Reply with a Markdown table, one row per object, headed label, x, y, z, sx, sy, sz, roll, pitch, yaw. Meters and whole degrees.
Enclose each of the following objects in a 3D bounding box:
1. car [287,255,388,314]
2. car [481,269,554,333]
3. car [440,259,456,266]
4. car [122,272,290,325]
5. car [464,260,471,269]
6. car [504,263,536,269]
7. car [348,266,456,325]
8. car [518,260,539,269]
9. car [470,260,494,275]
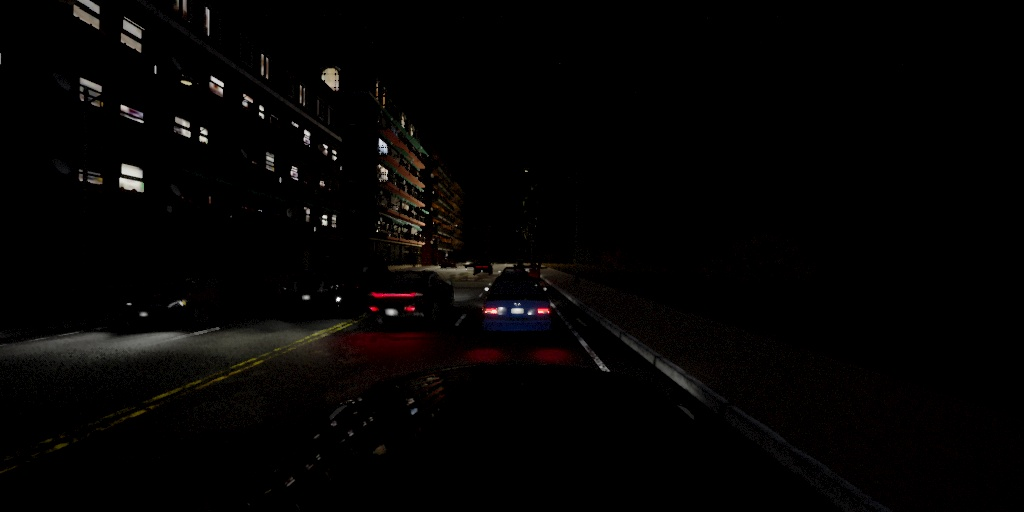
| label | x | y | z | sx | sy | sz | roll | pitch | yaw |
| --- | --- | --- | --- | --- | --- | --- | --- | --- | --- |
| car | -6.574 | 0.973 | 14.227 | 2.150 | 2.045 | 5.566 | 0 | 0 | 0 |
| car | 0.120 | 1.299 | 10.672 | 2.033 | 1.411 | 5.357 | 0 | 0 | 0 |
| car | -9.735 | 1.230 | 54.918 | 1.882 | 1.535 | 5.008 | 0 | 0 | 0 |
| car | -9.844 | 1.277 | 11.915 | 1.812 | 1.442 | 4.674 | 0 | 0 | 0 |
| car | -6.479 | 1.300 | 57.221 | 2.033 | 1.411 | 5.357 | 0 | 0 | 0 |
| car | 0.132 | 1.317 | 21.005 | 1.994 | 1.385 | 4.181 | 0 | 0 | 1 |
| car | -3.131 | 1.242 | 11.754 | 2.128 | 1.511 | 4.902 | 0 | 0 | 0 |
| car | 1.194 | 1.105 | 29.939 | 2.097 | 1.767 | 4.553 | 0 | 0 | 0 |
| car | -3.074 | 1.260 | 39.092 | 1.837 | 1.490 | 4.892 | 0 | 0 | 0 |
